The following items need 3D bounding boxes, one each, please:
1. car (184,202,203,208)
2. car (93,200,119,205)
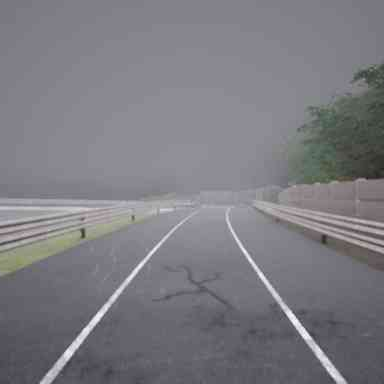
[{"bbox_3d":[0.398,3.083,77.826,5.008,1.535,1.882,3,-5,-45],"label":"car"},{"bbox_3d":[-16.484,2.256,64.333,5.008,1.535,1.882,2,-4,-34],"label":"car"}]
